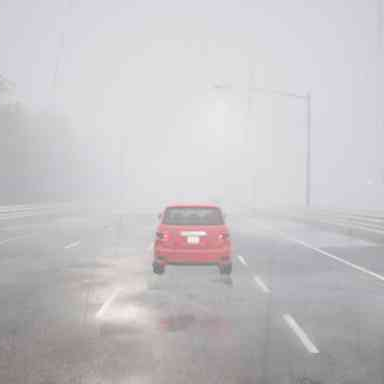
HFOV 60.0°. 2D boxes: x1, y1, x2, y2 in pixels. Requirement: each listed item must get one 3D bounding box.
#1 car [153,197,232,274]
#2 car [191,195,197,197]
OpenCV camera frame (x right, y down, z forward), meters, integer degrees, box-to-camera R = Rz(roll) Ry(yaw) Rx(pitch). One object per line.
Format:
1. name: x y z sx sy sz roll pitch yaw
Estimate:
1. car: 0.017 1.321 11.054 2.150 2.045 5.566 1 -1 0
2. car: 0.024 2.101 83.103 1.812 1.442 4.674 1 0 0
